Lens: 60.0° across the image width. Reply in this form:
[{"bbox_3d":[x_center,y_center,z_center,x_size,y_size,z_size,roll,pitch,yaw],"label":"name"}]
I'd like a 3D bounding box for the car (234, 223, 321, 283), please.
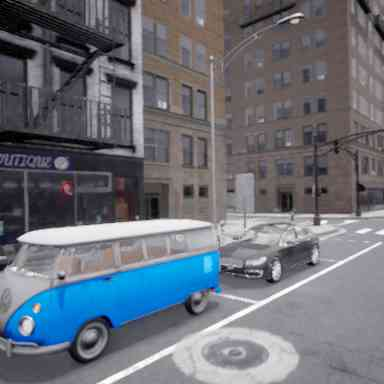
[{"bbox_3d":[2.403,1.641,9.933,2.008,1.369,4.403,-2,-1,41],"label":"car"}]

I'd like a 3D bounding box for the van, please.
[{"bbox_3d":[-1.165,1.445,5.871,1.690,1.788,3.998,-2,-1,41],"label":"van"}]
